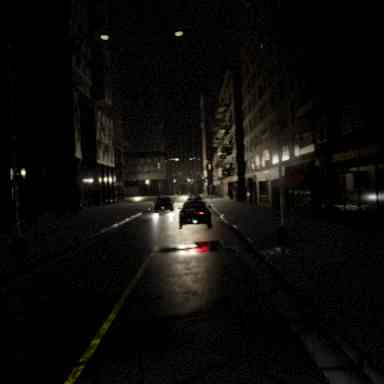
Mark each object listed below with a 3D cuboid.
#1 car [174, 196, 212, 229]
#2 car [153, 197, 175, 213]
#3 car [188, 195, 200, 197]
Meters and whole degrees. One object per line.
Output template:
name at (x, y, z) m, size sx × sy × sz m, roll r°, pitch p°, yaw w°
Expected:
car at (0.176, 1.278, 20.088) m, size 1.837 × 1.490 × 4.892 m, roll -3°, pitch 1°, yaw 1°
car at (-2.807, 1.282, 34.330) m, size 1.837 × 1.490 × 4.892 m, roll -3°, pitch 0°, yaw 0°
car at (0.307, 1.075, 39.432) m, size 1.882 × 1.535 × 5.008 m, roll -3°, pitch 0°, yaw 1°
